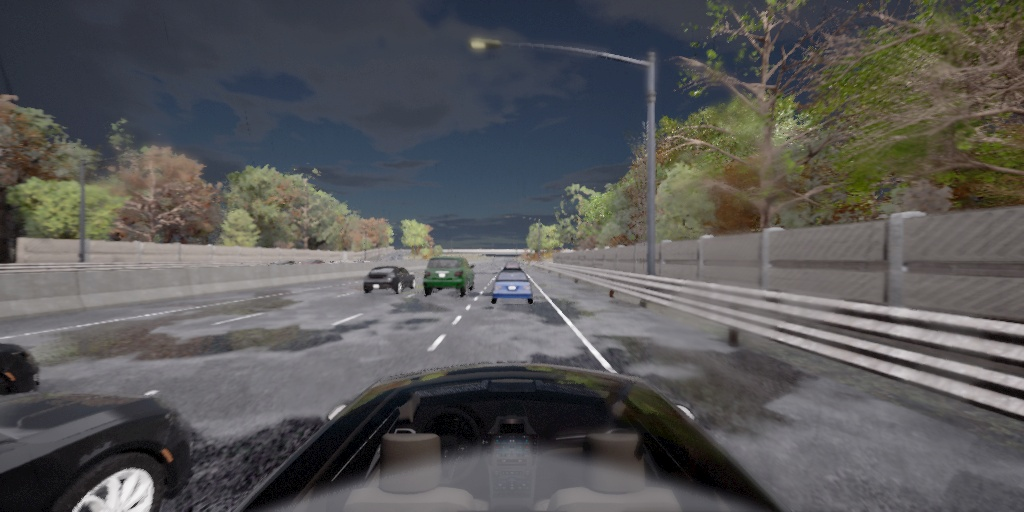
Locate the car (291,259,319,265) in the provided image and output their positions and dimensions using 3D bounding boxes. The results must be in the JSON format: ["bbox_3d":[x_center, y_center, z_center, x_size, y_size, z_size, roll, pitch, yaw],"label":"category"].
[{"bbox_3d":[-28.017,1.240,50.073,2.097,1.767,4.553,0,0,1],"label":"car"}]

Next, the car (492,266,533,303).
[{"bbox_3d":[0.007,1.370,17.292,2.033,1.411,5.357,0,0,0],"label":"car"}]

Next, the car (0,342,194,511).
[{"bbox_3d":[-3.398,1.236,0.766,1.837,1.490,4.892,0,0,0],"label":"car"}]

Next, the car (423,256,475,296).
[{"bbox_3d":[-3.392,1.043,20.066,2.150,2.045,5.566,0,0,0],"label":"car"}]

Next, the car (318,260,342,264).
[{"bbox_3d":[-24.515,1.503,50.023,1.895,1.301,4.718,0,0,1],"label":"car"}]

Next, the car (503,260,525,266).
[{"bbox_3d":[0.013,1.388,31.948,2.128,1.511,4.902,0,0,0],"label":"car"}]

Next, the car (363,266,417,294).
[{"bbox_3d":[-6.892,1.314,20.622,1.837,1.490,4.892,0,0,0],"label":"car"}]

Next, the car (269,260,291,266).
[{"bbox_3d":[-31.514,1.375,49.714,1.837,1.490,4.892,0,0,1],"label":"car"}]

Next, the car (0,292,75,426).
[{"bbox_3d":[-6.899,1.229,2.454,1.837,1.490,4.892,0,0,0],"label":"car"}]
